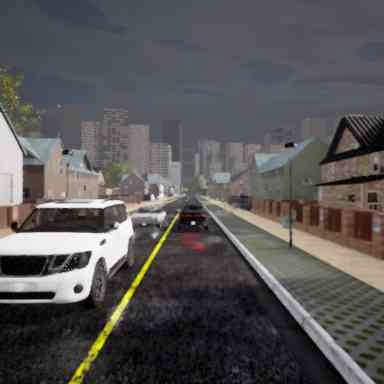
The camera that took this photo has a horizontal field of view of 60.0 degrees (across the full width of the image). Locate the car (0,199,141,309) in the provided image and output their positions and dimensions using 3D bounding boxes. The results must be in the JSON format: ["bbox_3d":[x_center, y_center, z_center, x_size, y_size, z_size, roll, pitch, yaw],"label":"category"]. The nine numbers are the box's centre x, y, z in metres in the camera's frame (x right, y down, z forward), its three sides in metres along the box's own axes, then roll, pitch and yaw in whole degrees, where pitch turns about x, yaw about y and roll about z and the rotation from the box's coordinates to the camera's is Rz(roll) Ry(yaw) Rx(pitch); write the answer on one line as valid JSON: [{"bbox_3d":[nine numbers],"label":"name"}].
[{"bbox_3d":[-2.845,1.220,8.235,2.150,2.045,5.566,0,0,0],"label":"car"}]

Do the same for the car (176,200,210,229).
[{"bbox_3d":[0.062,1.501,21.293,1.837,1.490,4.892,0,1,0],"label":"car"}]

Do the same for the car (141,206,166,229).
[{"bbox_3d":[-2.805,1.594,21.772,1.895,1.301,4.718,0,0,1],"label":"car"}]

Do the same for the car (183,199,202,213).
[{"bbox_3d":[0.059,1.554,38.377,1.994,1.385,4.181,0,0,0],"label":"car"}]
